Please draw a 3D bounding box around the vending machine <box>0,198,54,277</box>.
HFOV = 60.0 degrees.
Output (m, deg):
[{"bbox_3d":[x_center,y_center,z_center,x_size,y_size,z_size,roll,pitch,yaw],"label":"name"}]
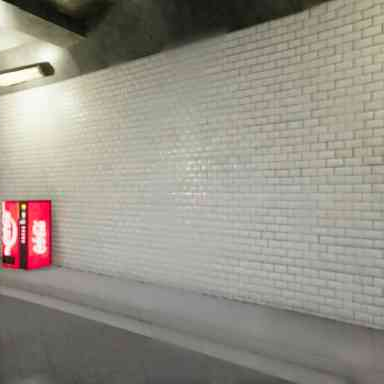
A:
[{"bbox_3d":[-4.749,1.219,9.593,0.880,2.100,1.100,0,0,30],"label":"vending machine"}]
